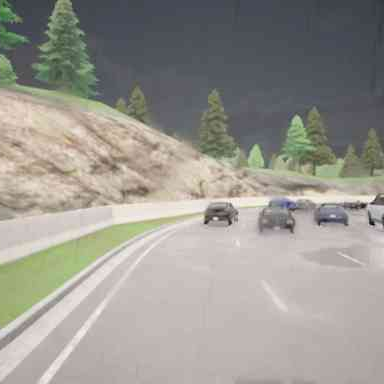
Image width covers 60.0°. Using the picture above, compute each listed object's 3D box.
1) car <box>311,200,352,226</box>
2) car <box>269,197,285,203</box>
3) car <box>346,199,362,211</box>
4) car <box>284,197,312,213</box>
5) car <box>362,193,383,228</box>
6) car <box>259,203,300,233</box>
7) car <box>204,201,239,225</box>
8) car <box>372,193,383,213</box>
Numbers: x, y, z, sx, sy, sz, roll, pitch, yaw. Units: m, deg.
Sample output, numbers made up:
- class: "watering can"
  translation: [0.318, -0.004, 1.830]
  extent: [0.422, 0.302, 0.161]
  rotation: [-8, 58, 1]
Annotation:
- class: "car"
  translation: [9.627, 1.495, 23.171]
  extent: [1.994, 1.385, 4.181]
  rotation: [0, 0, 18]
- class: "car"
  translation: [11.009, 1.359, 40.350]
  extent: [1.882, 1.535, 5.008]
  rotation: [0, 0, 38]
- class: "car"
  translation: [18.827, 1.487, 38.442]
  extent: [1.895, 1.301, 4.718]
  rotation: [0, 0, 43]
- class: "car"
  translation: [12.217, 1.441, 35.979]
  extent: [2.033, 1.411, 5.357]
  rotation: [0, 0, 36]
- class: "car"
  translation: [12.119, 1.164, 19.691]
  extent: [2.150, 2.045, 5.566]
  rotation: [0, 0, 14]
- class: "car"
  translation: [4.829, 1.544, 19.191]
  extent: [1.895, 1.301, 4.718]
  rotation: [0, 0, 12]
- class: "car"
  translation: [2.154, 1.436, 23.476]
  extent: [1.837, 1.490, 4.892]
  rotation: [0, 0, 16]
- class: "car"
  translation: [21.768, 1.116, 36.468]
  extent: [2.150, 2.045, 5.566]
  rotation: [0, 0, 44]
